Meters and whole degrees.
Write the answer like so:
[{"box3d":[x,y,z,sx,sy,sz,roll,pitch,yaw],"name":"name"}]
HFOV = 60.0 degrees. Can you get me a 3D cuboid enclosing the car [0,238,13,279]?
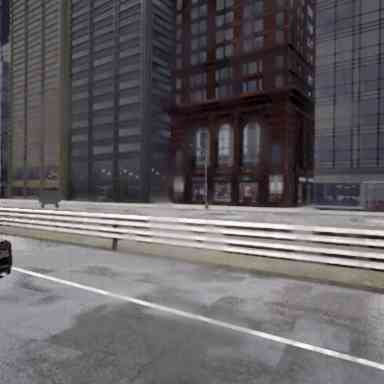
[{"box3d":[-6.634,1.464,8.683,5.008,1.535,1.882,0,0,36],"name":"car"}]
